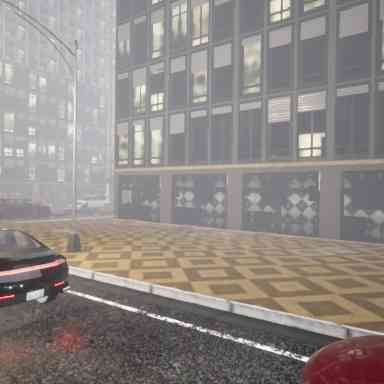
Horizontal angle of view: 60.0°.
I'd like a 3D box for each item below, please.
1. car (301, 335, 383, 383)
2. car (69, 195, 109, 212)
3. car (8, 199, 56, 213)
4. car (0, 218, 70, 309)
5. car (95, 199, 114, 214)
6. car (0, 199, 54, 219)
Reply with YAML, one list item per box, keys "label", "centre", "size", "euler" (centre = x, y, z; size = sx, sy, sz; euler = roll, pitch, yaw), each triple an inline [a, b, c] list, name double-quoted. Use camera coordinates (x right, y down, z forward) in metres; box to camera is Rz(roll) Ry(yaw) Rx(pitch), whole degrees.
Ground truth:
- label: "car"
  centre: [2.912, 1.526, 1.619]
  size: [4.674, 1.442, 1.812]
  euler: [0, 0, 35]
- label: "car"
  centre: [-13.226, 1.430, 43.377]
  size: [2.150, 2.045, 5.566]
  euler: [1, 1, 36]
- label: "car"
  centre: [-19.068, 1.642, 39.836]
  size: [1.752, 1.417, 4.829]
  euler: [1, 0, 36]
- label: "car"
  centre: [-4.575, 1.488, 6.920]
  size: [4.902, 1.511, 2.128]
  euler: [0, 0, 35]
- label: "car"
  centre: [-8.773, 1.829, 39.690]
  size: [1.752, 1.417, 4.829]
  euler: [1, 0, 36]
- label: "car"
  centre: [-15.555, 1.519, 30.467]
  size: [2.192, 1.841, 5.009]
  euler: [1, 0, 36]
